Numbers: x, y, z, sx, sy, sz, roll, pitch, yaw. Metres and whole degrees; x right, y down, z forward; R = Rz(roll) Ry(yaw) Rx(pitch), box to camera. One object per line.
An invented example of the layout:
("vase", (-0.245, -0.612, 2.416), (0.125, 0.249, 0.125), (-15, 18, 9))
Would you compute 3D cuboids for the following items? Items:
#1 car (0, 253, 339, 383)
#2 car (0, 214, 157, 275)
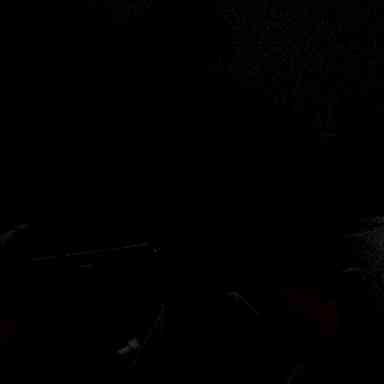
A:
("car", (-0.531, 1.589, 3.605), (4.718, 1.301, 1.895), (-1, 0, -35))
("car", (-2.860, 1.343, 6.242), (4.553, 1.767, 2.097), (0, 0, -35))
